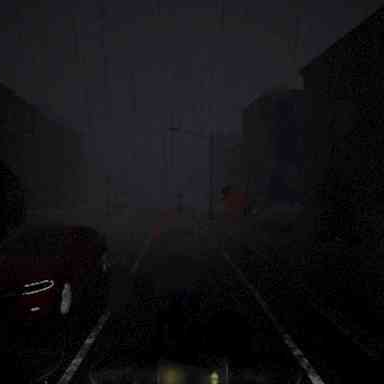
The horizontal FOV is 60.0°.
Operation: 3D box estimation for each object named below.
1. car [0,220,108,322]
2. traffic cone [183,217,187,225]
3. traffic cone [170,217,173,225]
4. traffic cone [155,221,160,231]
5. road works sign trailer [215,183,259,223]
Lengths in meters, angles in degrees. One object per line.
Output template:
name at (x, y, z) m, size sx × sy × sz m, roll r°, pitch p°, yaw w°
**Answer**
car at (-3.249, 1.477, 7.548) m, size 1.882 × 1.535 × 5.008 m, roll 0°, pitch 0°, yaw -2°
traffic cone at (-0.528, 2.144, 24.457) m, size 0.340 × 0.580 × 0.340 m, roll 0°, pitch -1°, yaw -4°
traffic cone at (-1.524, 2.148, 24.378) m, size 0.340 × 0.580 × 0.340 m, roll 0°, pitch -1°, yaw -4°
traffic cone at (-2.044, 2.037, 18.314) m, size 0.340 × 0.580 × 0.340 m, roll 0°, pitch -1°, yaw -5°
road works sign trailer at (3.289, 1.114, 24.200) m, size 2.380 × 2.880 × 3.560 m, roll 46°, pitch 22°, yaw 21°
